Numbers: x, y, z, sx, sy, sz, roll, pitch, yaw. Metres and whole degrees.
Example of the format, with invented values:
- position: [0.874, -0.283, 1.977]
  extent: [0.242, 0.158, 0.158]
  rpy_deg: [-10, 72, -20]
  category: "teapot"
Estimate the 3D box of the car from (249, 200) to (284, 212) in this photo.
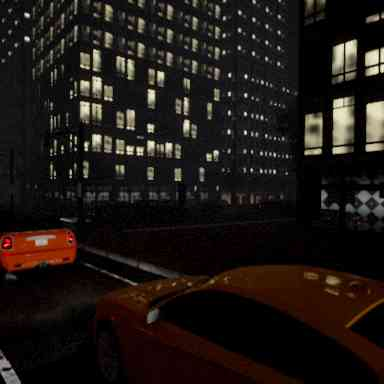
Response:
- position: [9.982, 1.792, 44.258]
  extent: [4.892, 1.490, 1.837]
  rpy_deg: [1, 0, -39]
  category: "car"

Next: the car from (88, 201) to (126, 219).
- position: [-6.987, 1.605, 30.314]
  extent: [4.892, 1.490, 1.837]
  rpy_deg: [1, 1, -38]
  category: "car"

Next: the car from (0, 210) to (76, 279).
- position: [-5.335, 1.344, 10.360]
  extent: [2.097, 1.767, 4.553]
  rpy_deg: [0, 0, -40]
  category: "car"

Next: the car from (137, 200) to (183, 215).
- position: [-3.443, 1.641, 36.558]
  extent: [4.829, 1.417, 1.752]
  rpy_deg: [1, 0, -40]
  category: "car"

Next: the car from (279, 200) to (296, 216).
- position: [10.723, 1.929, 37.386]
  extent: [4.206, 1.307, 1.802]
  rpy_deg: [1, 0, -40]
  category: "car"

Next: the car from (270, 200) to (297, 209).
- position: [14.081, 1.872, 51.021]
  extent: [4.313, 1.339, 1.947]
  rpy_deg: [1, 0, -40]
  category: "car"

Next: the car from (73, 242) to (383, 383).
- position: [0.771, 1.476, 3.212]
  extent: [1.882, 1.535, 5.008]
  rpy_deg: [0, 0, -41]
  category: "car"

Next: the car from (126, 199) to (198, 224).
- position: [-2.323, 1.519, 26.614]
  extent: [5.009, 1.841, 2.192]
  rpy_deg: [1, 0, -40]
  category: "car"

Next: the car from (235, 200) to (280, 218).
- position: [6.505, 1.827, 33.903]
  extent: [4.829, 1.417, 1.752]
  rpy_deg: [1, 0, -40]
  category: "car"

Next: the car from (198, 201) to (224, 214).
- position: [1.222, 1.738, 37.044]
  extent: [5.357, 1.411, 2.033]
  rpy_deg: [1, 1, -40]
  category: "car"
